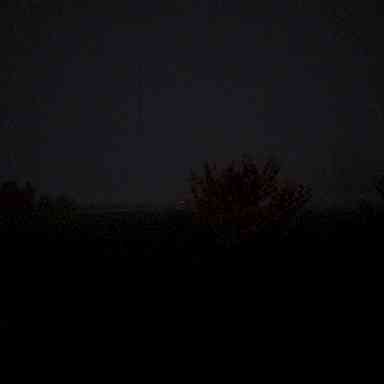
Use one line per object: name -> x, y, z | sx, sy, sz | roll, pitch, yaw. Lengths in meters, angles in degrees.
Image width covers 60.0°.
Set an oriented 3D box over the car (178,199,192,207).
car -> -0.485, 2.026, 60.575 | 2.128, 1.511, 4.902 | -1, -1, 36
